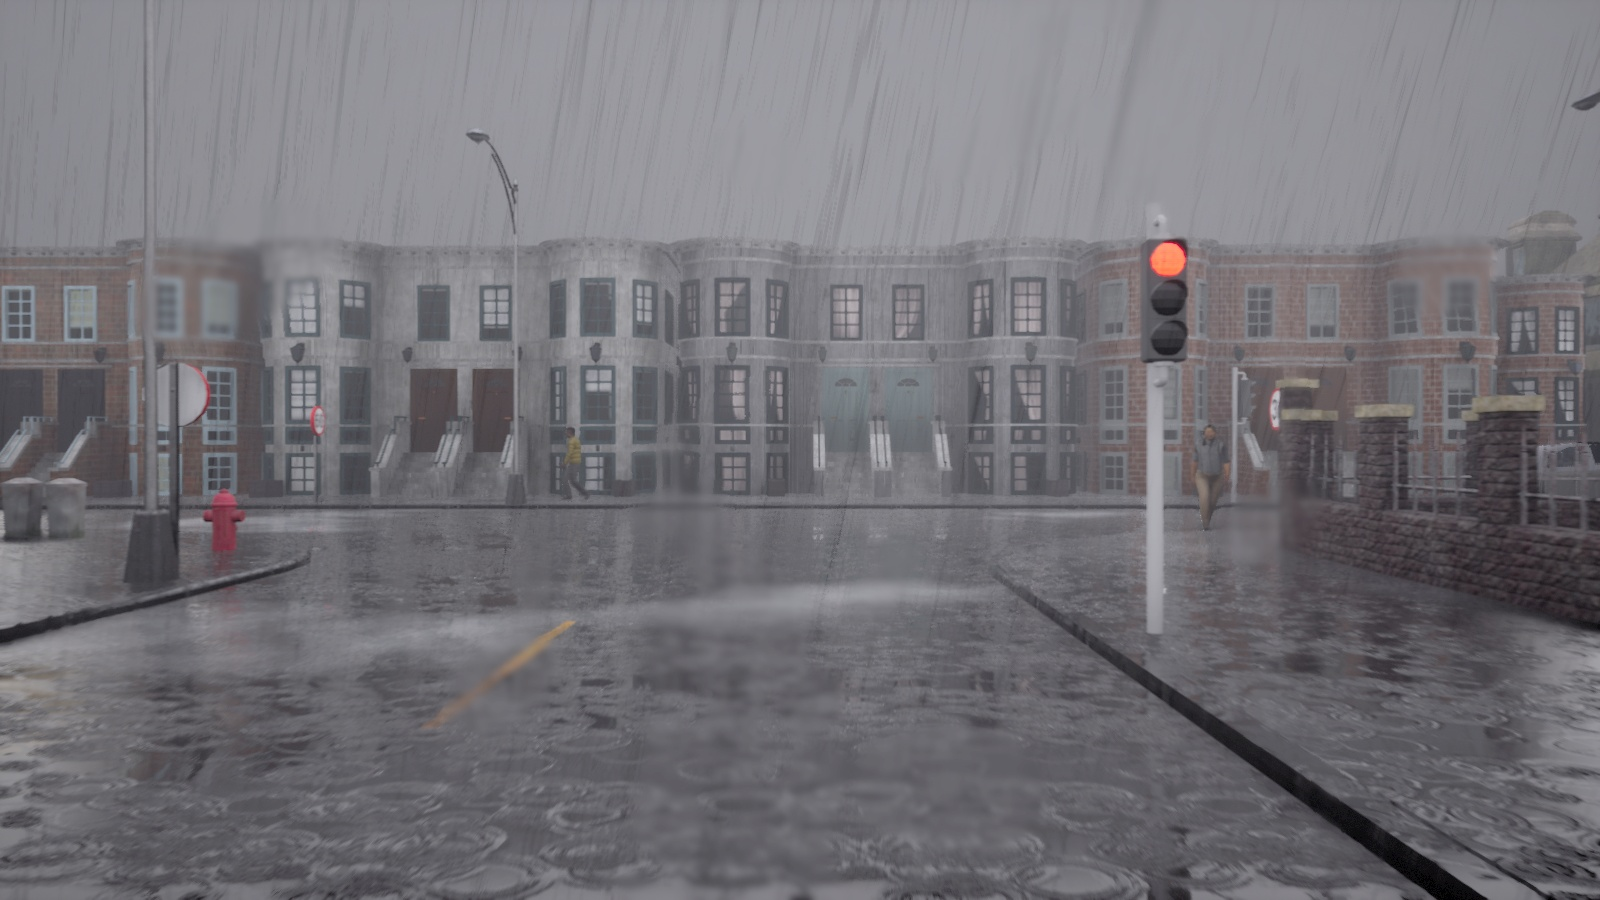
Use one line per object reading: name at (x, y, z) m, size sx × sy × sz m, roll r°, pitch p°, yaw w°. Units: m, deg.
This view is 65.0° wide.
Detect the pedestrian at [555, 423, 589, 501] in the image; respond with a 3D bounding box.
pedestrian at (-5.404, 0.284, 29.789) m, size 0.709 × 1.840 × 0.431 m, roll 0°, pitch 0°, yaw 4°

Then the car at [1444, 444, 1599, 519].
car at (15.654, 0.627, 26.044) m, size 3.633 × 1.501 × 1.845 m, roll 0°, pitch 0°, yaw 0°

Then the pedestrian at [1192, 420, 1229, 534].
pedestrian at (6.750, 0.435, 20.675) m, size 0.540 × 1.848 × 0.694 m, roll 0°, pitch 0°, yaw 15°
